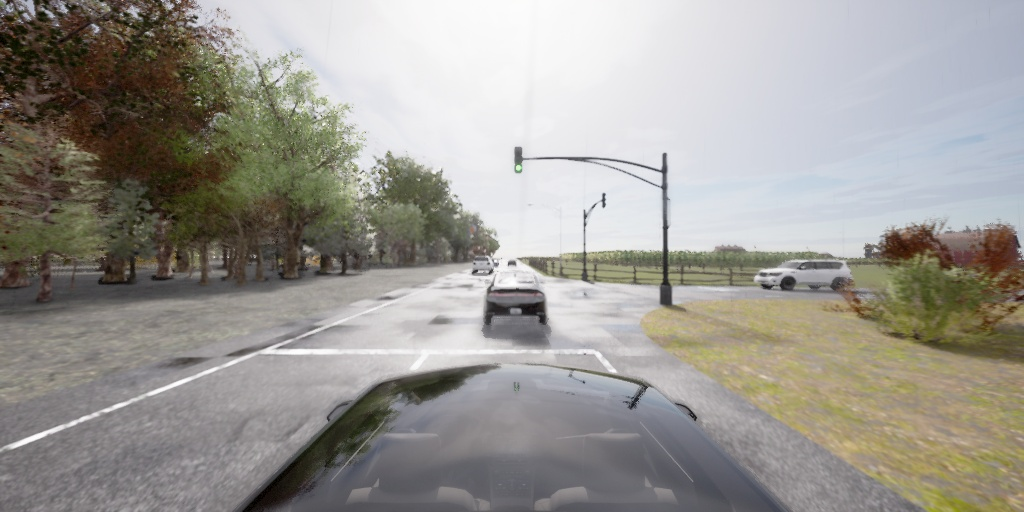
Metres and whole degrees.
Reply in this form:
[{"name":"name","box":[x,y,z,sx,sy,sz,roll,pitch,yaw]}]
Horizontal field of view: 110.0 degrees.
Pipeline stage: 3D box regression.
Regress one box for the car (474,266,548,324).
[{"name":"car","box":[0.102,1.256,11.985,2.128,1.511,4.902,0,0,0]}]

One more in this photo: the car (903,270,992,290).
[{"name":"car","box":[29.346,1.678,24.210,4.674,1.442,1.812,1,-1,0]}]

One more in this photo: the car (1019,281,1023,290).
[{"name":"car","box":[32.592,1.722,20.495,4.718,1.301,1.895,1,-1,0]}]

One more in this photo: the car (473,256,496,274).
[{"name":"car","box":[-3.392,1.019,42.579,2.150,2.045,5.566,0,0,0]}]

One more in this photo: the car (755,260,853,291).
[{"name":"car","box":[19.662,1.268,24.262,5.566,2.045,2.150,1,-1,0]}]
